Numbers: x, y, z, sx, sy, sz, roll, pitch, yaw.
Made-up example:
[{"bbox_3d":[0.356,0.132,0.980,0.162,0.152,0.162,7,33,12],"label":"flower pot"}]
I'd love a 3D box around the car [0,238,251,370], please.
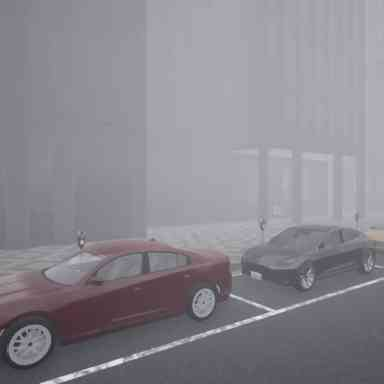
[{"bbox_3d":[-1.330,1.545,5.699,4.507,1.381,1.887,0,0,-35],"label":"car"}]

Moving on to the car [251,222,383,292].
[{"bbox_3d":[3.262,1.566,8.966,4.313,1.339,1.947,0,0,-35],"label":"car"}]
